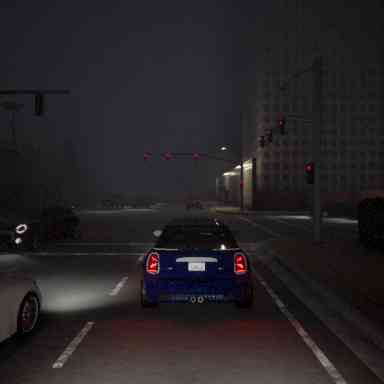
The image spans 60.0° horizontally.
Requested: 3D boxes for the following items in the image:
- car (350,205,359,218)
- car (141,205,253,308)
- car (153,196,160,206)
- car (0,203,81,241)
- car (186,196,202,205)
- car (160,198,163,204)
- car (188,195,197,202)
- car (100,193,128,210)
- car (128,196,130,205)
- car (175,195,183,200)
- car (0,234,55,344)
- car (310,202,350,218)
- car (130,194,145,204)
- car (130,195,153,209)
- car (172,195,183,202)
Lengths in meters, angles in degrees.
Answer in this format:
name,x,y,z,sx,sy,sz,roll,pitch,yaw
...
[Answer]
name,x,y,z,sx,sy,sz,roll,pitch,yaw
car,15.867,1.560,26.940,4.892,1.490,1.837,0,0,0
car,0.102,1.352,8.070,2.097,1.767,4.553,0,0,0
car,-6.947,1.505,55.239,1.837,1.490,4.892,0,0,0
car,-6.734,1.369,14.317,2.097,1.767,4.553,0,0,11
car,0.259,1.352,44.466,2.097,1.767,4.553,0,0,-1
car,-6.885,1.564,65.285,1.994,1.385,4.181,0,0,0
car,0.190,1.540,78.871,2.033,1.411,5.357,0,0,0
car,-10.484,1.221,44.114,2.150,2.045,5.566,0,0,0
car,-10.455,1.478,53.885,1.882,1.535,5.008,0,0,0
car,-3.298,1.423,83.794,1.895,1.301,4.718,0,0,0
car,-3.430,1.526,3.640,1.812,1.442,4.674,0,0,1
car,13.024,1.619,30.441,4.181,1.385,1.994,0,0,0
car,-10.396,1.352,63.665,2.097,1.767,4.553,0,0,1
car,-6.973,1.526,46.345,1.812,1.442,4.674,0,0,0
car,-3.323,1.469,73.542,1.882,1.535,5.008,0,0,0
